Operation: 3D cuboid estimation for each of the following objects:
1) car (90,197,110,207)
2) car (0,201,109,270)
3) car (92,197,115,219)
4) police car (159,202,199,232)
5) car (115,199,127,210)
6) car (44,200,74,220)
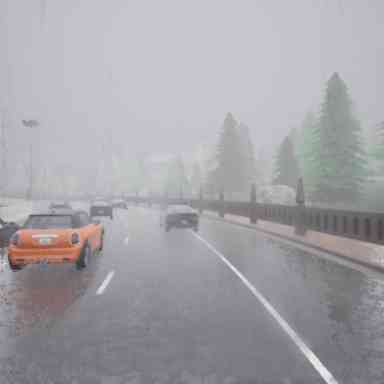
[{"bbox_3d":[-15.133,1.577,54.583,1.882,1.535,5.008,0,0,-31],"label":"car"},{"bbox_3d":[-4.310,1.375,11.324,2.097,1.767,4.553,0,0,-7],"label":"car"},{"bbox_3d":[-8.221,1.532,29.958,1.882,1.535,5.008,0,0,-16],"label":"car"},{"bbox_3d":[-0.908,1.452,20.545,1.930,1.638,5.238,0,0,-11],"label":"police car"},{"bbox_3d":[-9.988,1.602,44.551,1.812,1.442,4.674,0,0,-25],"label":"car"},{"bbox_3d":[-11.918,1.555,30.030,2.128,1.511,4.902,0,0,-18],"label":"car"}]
